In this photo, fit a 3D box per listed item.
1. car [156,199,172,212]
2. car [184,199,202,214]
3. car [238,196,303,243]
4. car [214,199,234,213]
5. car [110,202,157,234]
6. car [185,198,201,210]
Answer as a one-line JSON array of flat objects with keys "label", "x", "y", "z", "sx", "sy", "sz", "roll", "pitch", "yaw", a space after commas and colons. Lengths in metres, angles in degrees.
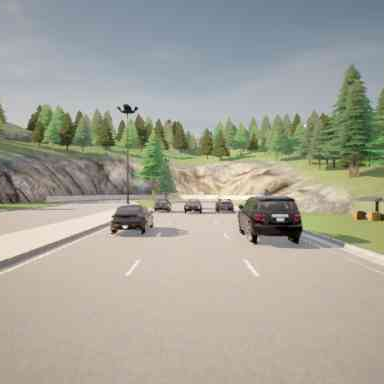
[{"label": "car", "x": -3.387, "y": 1.547, "z": 38.754, "sx": 2.033, "sy": 1.411, "sz": 5.357, "roll": 0, "pitch": 0, "yaw": 0}, {"label": "car", "x": 0.107, "y": 1.601, "z": 35.842, "sx": 1.895, "sy": 1.301, "sz": 4.718, "roll": 0, "pitch": 0, "yaw": 0}, {"label": "car", "x": 3.604, "y": 1.221, "z": 16.232, "sx": 2.150, "sy": 2.045, "sz": 5.566, "roll": 0, "pitch": 0, "yaw": 0}, {"label": "car", "x": 3.610, "y": 1.492, "z": 37.593, "sx": 2.128, "sy": 1.511, "sz": 4.902, "roll": 0, "pitch": 0, "yaw": 0}, {"label": "car", "x": -3.396, "y": 1.505, "z": 19.305, "sx": 1.837, "sy": 1.490, "sz": 4.892, "roll": 0, "pitch": 0, "yaw": 0}, {"label": "car", "x": 0.202, "y": 1.564, "z": 44.604, "sx": 1.994, "sy": 1.385, "sz": 4.181, "roll": 0, "pitch": 0, "yaw": 2}]
